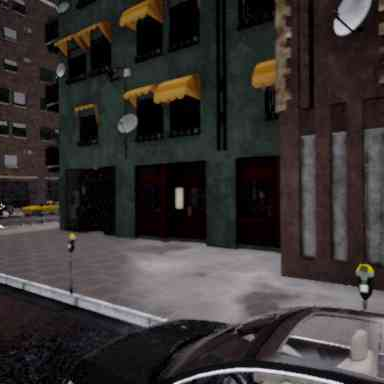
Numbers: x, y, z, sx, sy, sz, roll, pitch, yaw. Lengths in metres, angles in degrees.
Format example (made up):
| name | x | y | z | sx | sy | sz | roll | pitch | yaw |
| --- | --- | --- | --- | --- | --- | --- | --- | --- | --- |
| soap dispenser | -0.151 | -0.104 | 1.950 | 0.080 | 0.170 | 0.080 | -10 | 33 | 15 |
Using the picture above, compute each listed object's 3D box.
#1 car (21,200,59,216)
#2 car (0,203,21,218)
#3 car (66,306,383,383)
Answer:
| name | x | y | z | sx | sy | sz | roll | pitch | yaw |
| --- | --- | --- | --- | --- | --- | --- | --- | --- | --- |
| car | -14.611 | 1.516 | 33.110 | 1.752 | 1.417 | 4.829 | 0 | 1 | 35 |
| car | -17.699 | 1.616 | 28.684 | 2.008 | 1.369 | 4.403 | 0 | 1 | 35 |
| car | 0.876 | 1.555 | 2.249 | 4.403 | 1.369 | 2.008 | -1 | 0 | 35 |
